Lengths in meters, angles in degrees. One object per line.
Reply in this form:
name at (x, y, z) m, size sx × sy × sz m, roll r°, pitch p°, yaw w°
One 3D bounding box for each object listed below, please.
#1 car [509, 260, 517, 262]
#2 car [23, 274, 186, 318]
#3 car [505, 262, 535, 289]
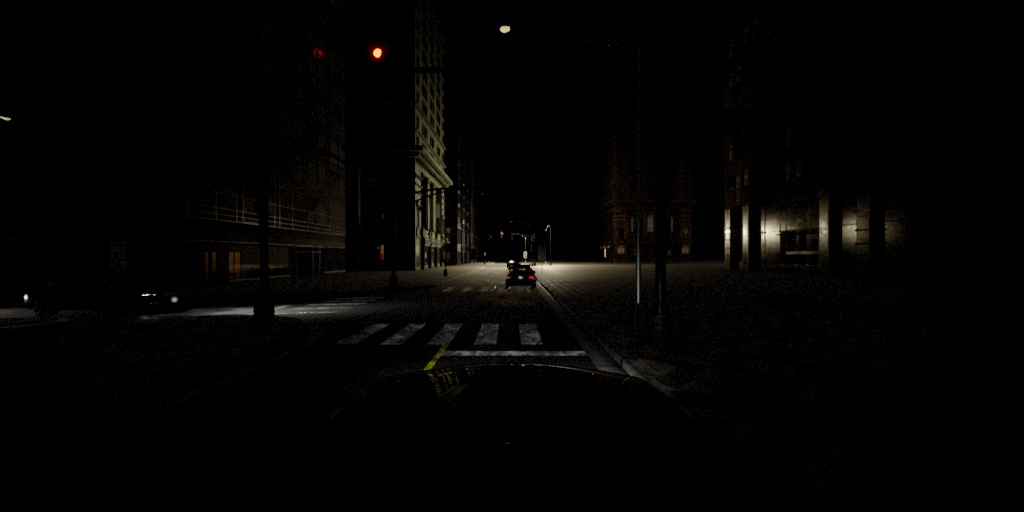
car at (0.147, 1.318, 53.351) m, size 1.994 × 1.385 × 4.181 m, roll 0°, pitch 0°, yaw 0°
car at (-15.415, 1.450, 13.747) m, size 4.902 × 1.511 × 2.128 m, roll -1°, pitch 0°, yaw 0°
car at (0.524, 1.294, 23.116) m, size 2.033 × 1.411 × 5.357 m, roll 0°, pitch 0°, yaw 1°
